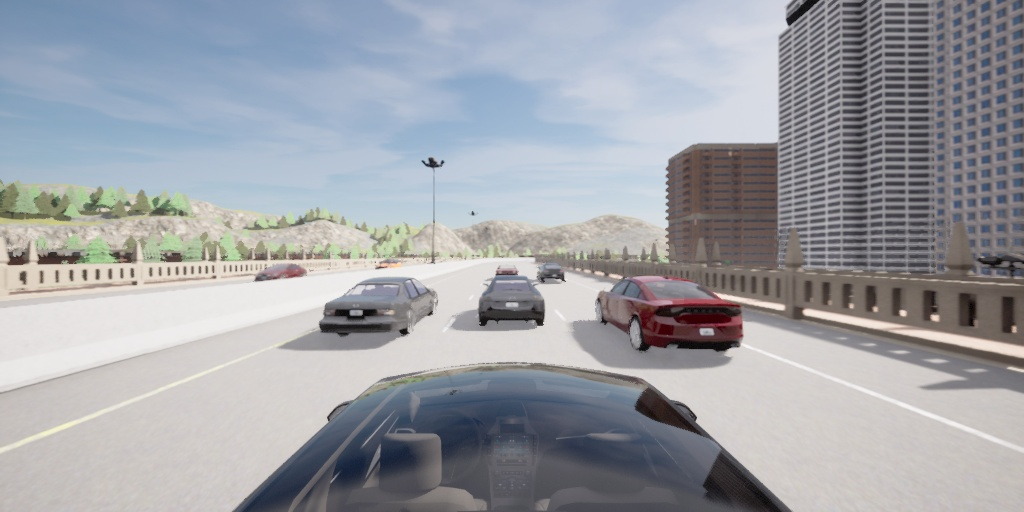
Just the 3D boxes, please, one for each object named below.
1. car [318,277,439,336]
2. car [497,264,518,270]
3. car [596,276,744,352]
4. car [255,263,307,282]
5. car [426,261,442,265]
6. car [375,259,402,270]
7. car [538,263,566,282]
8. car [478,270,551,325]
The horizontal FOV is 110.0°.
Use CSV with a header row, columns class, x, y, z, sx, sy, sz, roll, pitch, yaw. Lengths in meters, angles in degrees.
class,x,y,z,sx,sy,sz,roll,pitch,yaw
car,-3.497,1.310,10.462,2.033,1.411,5.357,0,0,-1
car,-0.442,1.387,31.727,1.895,1.301,4.718,0,0,-1
car,3.515,1.234,9.006,1.882,1.535,5.008,0,0,-1
car,-18.055,1.320,28.337,1.812,1.442,4.674,0,0,-1
car,-11.547,1.421,53.914,1.895,1.301,4.718,0,0,-1
car,-14.857,1.161,43.482,2.097,1.767,4.553,0,0,-1
car,3.118,1.306,29.050,1.812,1.442,4.674,0,0,-1
car,-0.034,1.326,11.929,1.994,1.385,4.181,0,0,-1
